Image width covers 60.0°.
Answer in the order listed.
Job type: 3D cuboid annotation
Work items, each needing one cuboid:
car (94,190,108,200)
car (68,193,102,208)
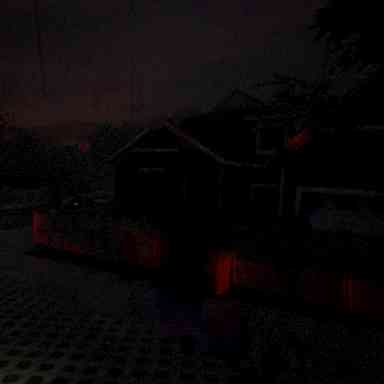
[{"bbox_3d":[-14.570,0.405,52.978,1.812,1.442,4.674,3,2,-3],"label":"car"},{"bbox_3d":[-11.088,1.091,33.970,1.994,1.385,4.181,3,1,0],"label":"car"}]
